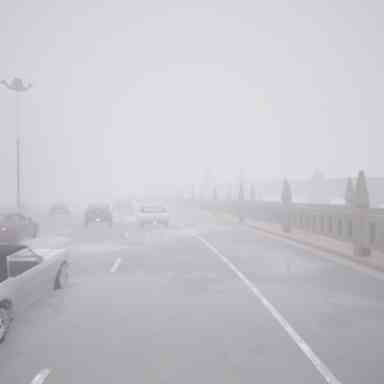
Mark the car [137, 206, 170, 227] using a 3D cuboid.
[{"bbox_3d":[-2.809,1.611,23.047,1.895,1.301,4.718,0,0,-13],"label":"car"}]

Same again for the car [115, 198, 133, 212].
[{"bbox_3d":[-8.311,1.544,39.913,1.837,1.490,4.892,0,0,-22],"label":"car"}]

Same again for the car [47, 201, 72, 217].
[{"bbox_3d":[-12.944,1.603,32.593,1.812,1.442,4.674,0,0,-19],"label":"car"}]

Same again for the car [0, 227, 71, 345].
[{"bbox_3d":[-3.778,1.618,6.133,1.895,1.301,4.718,0,0,-4],"label":"car"}]

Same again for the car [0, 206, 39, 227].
[{"bbox_3d":[-8.320,1.568,14.795,1.812,1.442,4.674,0,0,-9],"label":"car"}]

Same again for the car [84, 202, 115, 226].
[{"bbox_3d":[-6.598,1.539,23.700,1.837,1.490,4.892,0,0,-13],"label":"car"}]

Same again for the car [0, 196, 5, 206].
[{"bbox_3d":[-27.437,1.677,46.715,1.882,1.535,5.008,-1,0,-29],"label":"car"}]
